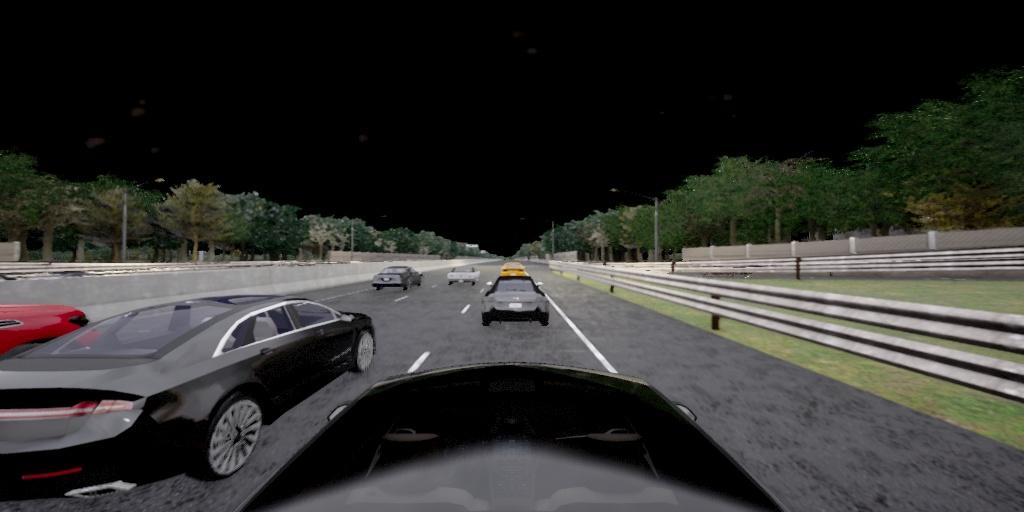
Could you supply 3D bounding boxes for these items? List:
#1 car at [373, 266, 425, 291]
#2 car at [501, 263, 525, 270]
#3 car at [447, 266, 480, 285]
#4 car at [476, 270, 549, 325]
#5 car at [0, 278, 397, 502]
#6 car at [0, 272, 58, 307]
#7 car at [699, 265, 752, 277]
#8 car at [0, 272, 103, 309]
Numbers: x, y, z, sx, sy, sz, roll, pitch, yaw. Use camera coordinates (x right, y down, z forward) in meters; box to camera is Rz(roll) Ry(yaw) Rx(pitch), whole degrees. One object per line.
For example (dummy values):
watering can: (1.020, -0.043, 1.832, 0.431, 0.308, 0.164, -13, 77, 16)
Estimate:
car: (-6.908, 1.333, 22.230, 2.033, 1.411, 5.357, 0, 0, 0)
car: (0.090, 1.282, 29.558, 1.882, 1.535, 5.008, 0, 0, 0)
car: (-3.410, 1.395, 26.197, 1.895, 1.301, 4.718, 0, 0, 0)
car: (0.096, 1.328, 11.829, 1.994, 1.385, 4.181, 0, 0, 0)
car: (-3.401, 1.245, 4.660, 2.128, 1.511, 4.902, 0, 0, 0)
car: (-21.104, 1.369, 13.545, 1.895, 1.301, 4.718, 0, 0, 0)
car: (19.654, 1.189, 33.220, 1.812, 1.442, 4.674, 0, -2, -19)
car: (-6.900, 0.973, 2.706, 2.150, 2.045, 5.566, 0, 0, 0)
